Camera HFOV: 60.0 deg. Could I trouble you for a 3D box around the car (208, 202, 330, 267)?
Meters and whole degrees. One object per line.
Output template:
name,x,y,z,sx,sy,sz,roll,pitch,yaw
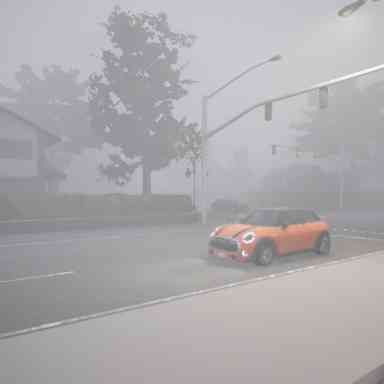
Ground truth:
car,2.737,1.336,11.526,4.553,1.767,2.097,0,0,-36

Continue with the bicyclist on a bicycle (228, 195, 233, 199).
bicyclist on a bicycle,5.845,1.222,51.012,1.656,1.620,0.582,0,0,-36

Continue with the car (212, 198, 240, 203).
car,4.064,1.448,35.723,1.837,1.490,4.892,0,0,-36
